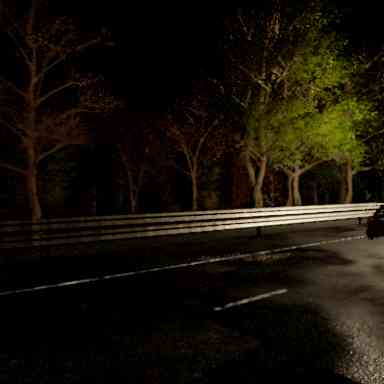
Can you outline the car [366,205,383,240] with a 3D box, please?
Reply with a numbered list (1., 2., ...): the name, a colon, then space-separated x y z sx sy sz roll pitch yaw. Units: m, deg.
1. car: 10.088 1.313 15.400 4.553 1.767 2.097 0 0 -36
